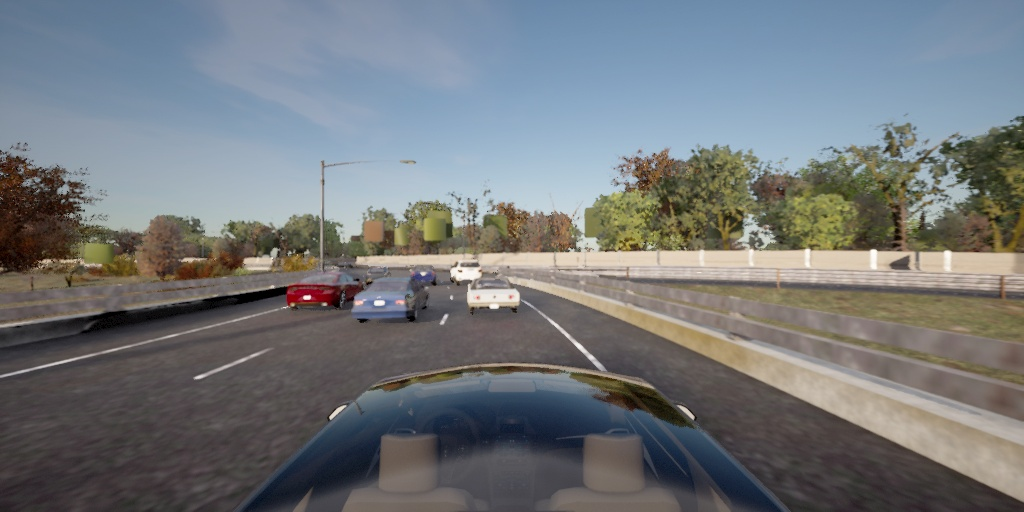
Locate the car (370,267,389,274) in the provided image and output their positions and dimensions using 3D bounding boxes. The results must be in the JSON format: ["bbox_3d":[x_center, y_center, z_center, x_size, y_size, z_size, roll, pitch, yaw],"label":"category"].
[{"bbox_3d":[-11.010,1.652,29.788,2.128,1.511,4.902,0,-1,-15],"label":"car"}]

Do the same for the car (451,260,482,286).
[{"bbox_3d":[-3.901,1.363,30.356,2.150,2.045,5.566,0,-1,-15],"label":"car"}]

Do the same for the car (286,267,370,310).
[{"bbox_3d":[-8.098,1.446,16.050,1.882,1.535,5.008,0,0,-8],"label":"car"}]

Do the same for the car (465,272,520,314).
[{"bbox_3d":[-0.889,1.527,14.884,1.895,1.301,4.718,0,-1,-7],"label":"car"}]

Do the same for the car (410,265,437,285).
[{"bbox_3d":[-7.587,1.508,30.510,2.097,1.767,4.553,0,-1,-15],"label":"car"}]

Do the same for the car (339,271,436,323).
[{"bbox_3d":[-4.181,1.462,13.041,2.033,1.411,5.357,0,-1,-7],"label":"car"}]
